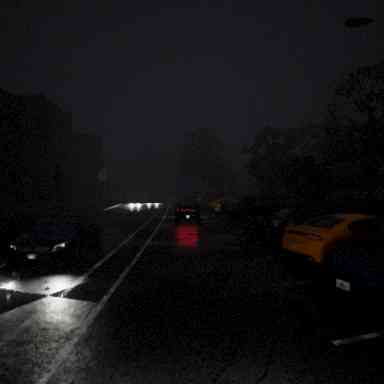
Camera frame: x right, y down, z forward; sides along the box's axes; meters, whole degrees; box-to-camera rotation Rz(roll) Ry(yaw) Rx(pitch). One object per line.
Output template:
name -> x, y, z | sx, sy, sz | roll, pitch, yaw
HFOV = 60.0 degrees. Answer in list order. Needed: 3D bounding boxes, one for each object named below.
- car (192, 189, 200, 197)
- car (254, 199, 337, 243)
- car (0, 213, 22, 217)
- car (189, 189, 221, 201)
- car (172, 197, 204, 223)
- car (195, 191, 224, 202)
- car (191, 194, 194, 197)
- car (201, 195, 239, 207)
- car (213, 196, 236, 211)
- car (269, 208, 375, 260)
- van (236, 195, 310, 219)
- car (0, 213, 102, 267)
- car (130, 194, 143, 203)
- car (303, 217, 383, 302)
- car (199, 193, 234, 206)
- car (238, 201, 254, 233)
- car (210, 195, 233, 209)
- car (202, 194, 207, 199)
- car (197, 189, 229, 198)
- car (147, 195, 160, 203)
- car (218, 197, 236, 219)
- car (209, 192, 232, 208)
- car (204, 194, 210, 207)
car -> 3.440, 0.857, 52.002 | 5.566, 2.045, 2.435 | 0, 2, -24
car -> 5.158, 1.282, 13.420 | 4.553, 1.767, 2.185 | 1, 0, -21
car -> -7.171, 1.482, 12.261 | 2.033, 1.411, 5.357 | 0, 0, -1
car -> 2.552, 0.533, 63.883 | 5.566, 2.045, 2.435 | 0, 2, -25
car -> -0.356, 1.380, 24.552 | 1.837, 1.490, 4.892 | 0, 0, -2
car -> 3.046, 0.832, 57.962 | 4.553, 1.767, 2.185 | 0, 2, -25
car -> -1.134, 1.355, 41.511 | 1.994, 1.385, 4.181 | 0, 1, -3
car -> 3.883, 1.247, 46.104 | 4.792, 1.488, 2.163 | 0, 1, -24
car -> 4.752, 1.342, 28.277 | 5.008, 1.535, 2.097 | 1, 0, -22
car -> 5.232, 1.423, 10.457 | 5.008, 1.535, 2.097 | 1, 0, -21
van -> 5.163, 1.155, 19.415 | 4.442, 1.987, 1.878 | 1, 0, -22
car -> -4.368, 1.463, 11.305 | 1.812, 1.442, 4.674 | 0, 0, -1
car -> -9.158, 1.035, 55.128 | 2.128, 1.511, 4.902 | 0, 2, -4
car -> 5.248, 1.469, 7.474 | 4.792, 1.488, 2.163 | 1, 1, -21
car -> 3.640, 1.042, 49.041 | 4.553, 1.767, 2.185 | 0, 1, -24
car -> 5.134, 1.394, 16.393 | 5.008, 1.535, 2.097 | 1, 1, -22
car -> 4.810, 1.330, 31.317 | 5.366, 1.575, 1.946 | 1, 0, -23
car -> 4.215, 1.288, 40.147 | 4.892, 1.521, 2.231 | 0, 1, -23
car -> 4.066, 1.006, 43.132 | 5.566, 2.045, 2.435 | 0, 0, -24
car -> -6.317, 1.121, 54.618 | 1.994, 1.385, 4.181 | 0, 2, -4
car -> 4.877, 1.355, 25.302 | 5.008, 1.535, 2.097 | 1, 1, -22
car -> 4.536, 1.193, 34.218 | 4.553, 1.767, 2.185 | 1, 1, -23
car -> 4.357, 1.305, 37.181 | 5.008, 1.535, 2.097 | 1, 0, -23
